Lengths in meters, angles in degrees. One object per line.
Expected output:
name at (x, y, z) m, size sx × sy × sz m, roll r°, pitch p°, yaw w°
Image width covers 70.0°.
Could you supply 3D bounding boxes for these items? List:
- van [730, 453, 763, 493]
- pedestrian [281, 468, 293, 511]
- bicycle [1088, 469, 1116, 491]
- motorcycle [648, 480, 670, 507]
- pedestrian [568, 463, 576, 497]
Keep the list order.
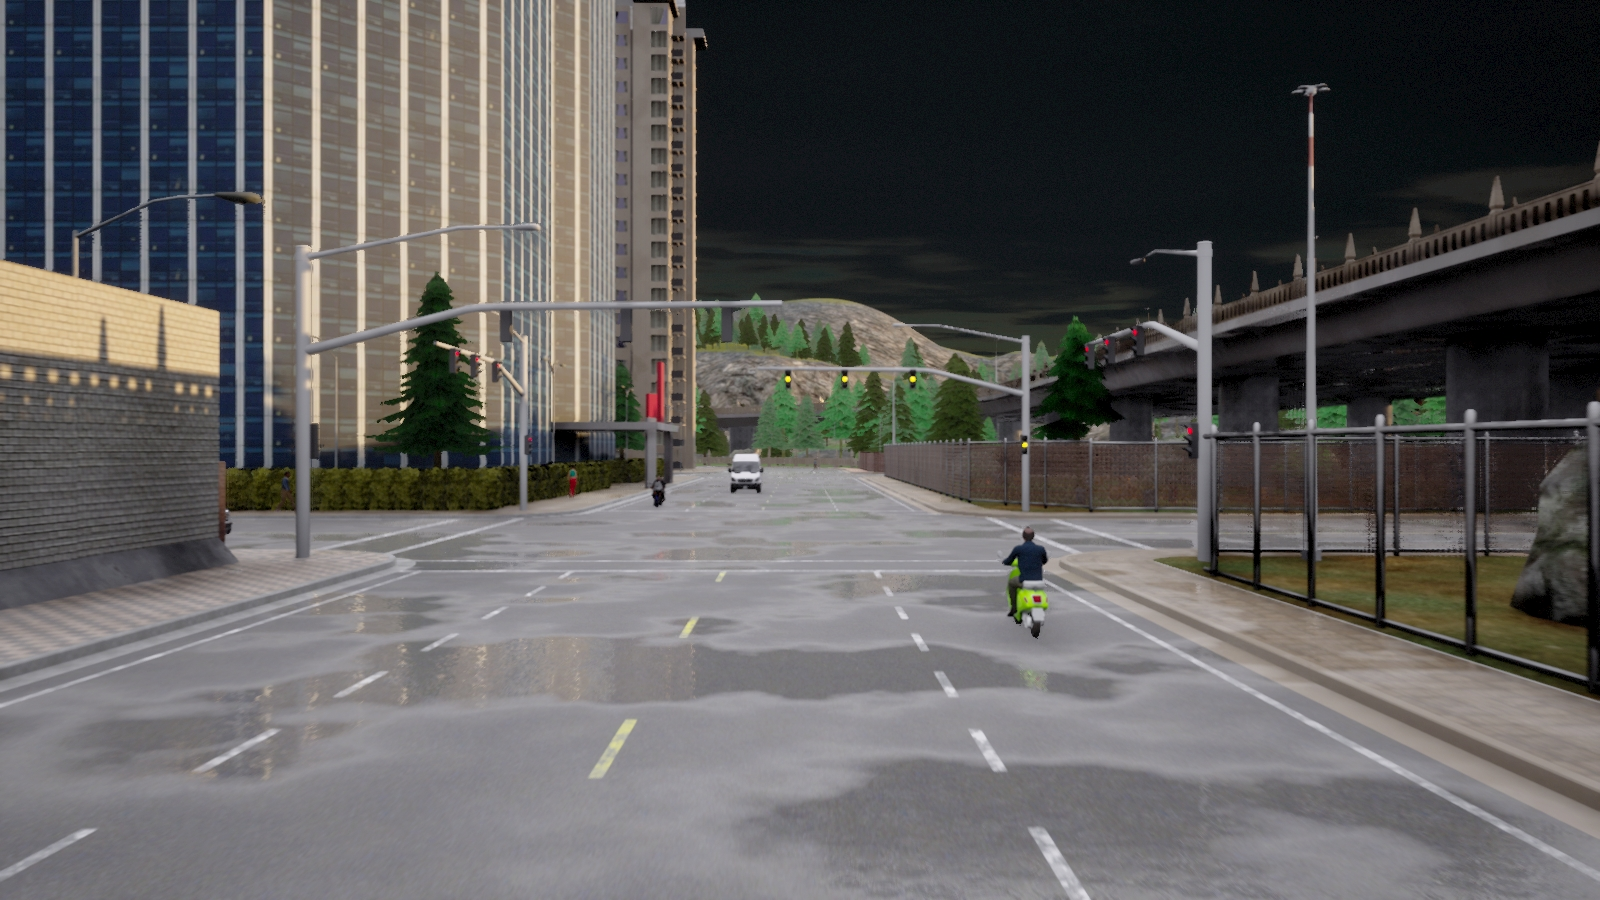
van at (-3.539, 1.480, 75.998) m, size 1.988 × 2.561 × 5.915 m, roll 0°, pitch 0°, yaw -1°
pedestrian at (-22.094, 1.697, 49.218) m, size 0.375 × 1.860 × 0.375 m, roll 0°, pitch 0°, yaw -9°
bicycle at (20.718, 2.062, 78.417) m, size 1.835 × 1.471 × 0.329 m, roll 0°, pitch 0°, yaw 0°
motorcycle at (-7.002, 2.151, 56.837) m, size 0.867 × 1.251 × 2.209 m, roll 0°, pitch 0°, yaw 0°
pedestrian at (-12.476, 1.642, 62.538) m, size 0.375 × 1.860 × 0.375 m, roll 0°, pitch 0°, yaw 3°
